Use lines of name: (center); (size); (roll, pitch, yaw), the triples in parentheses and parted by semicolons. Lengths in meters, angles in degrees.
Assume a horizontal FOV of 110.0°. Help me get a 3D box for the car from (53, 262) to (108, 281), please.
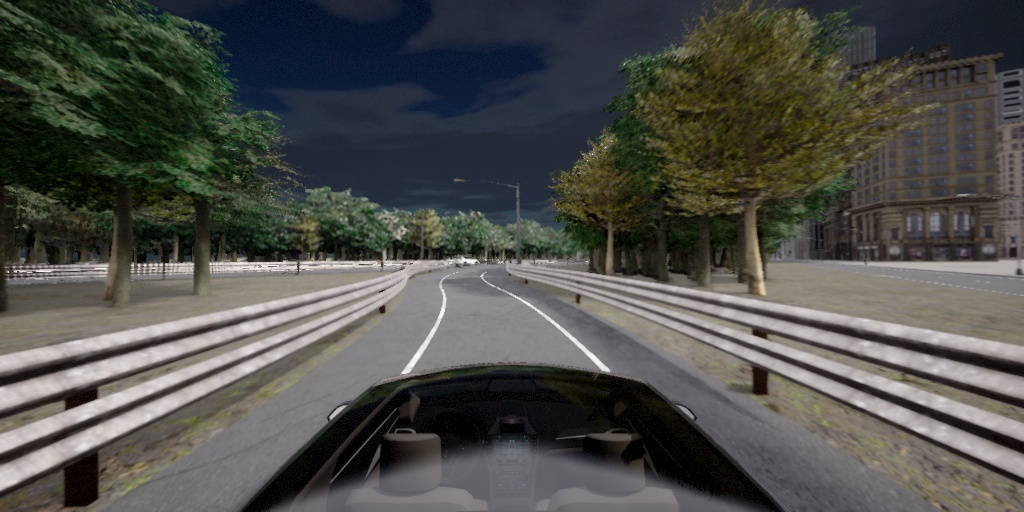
car: (-33.223, 1.145, 28.502); (1.994, 1.385, 4.181); (-1, 0, 33)

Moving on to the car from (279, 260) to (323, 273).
car: (-24.579, 1.139, 41.967); (1.812, 1.442, 4.674); (-1, 0, 33)
